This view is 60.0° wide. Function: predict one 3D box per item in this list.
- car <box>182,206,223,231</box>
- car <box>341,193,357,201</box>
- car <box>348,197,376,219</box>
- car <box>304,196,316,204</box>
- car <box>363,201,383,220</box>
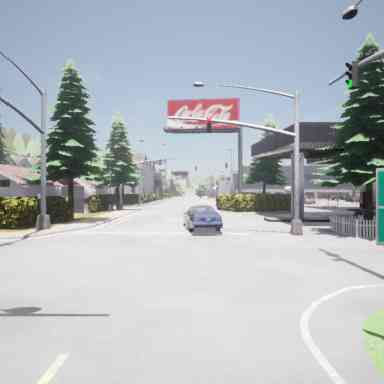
[{"bbox_3d":[0.530,1.554,20.555,2.033,1.411,5.357,0,0,-8],"label":"car"},{"bbox_3d":[34.732,1.489,71.890,2.007,1.523,4.514,0,0,0],"label":"car"},{"bbox_3d":[14.308,1.505,24.982,3.866,1.878,1.905,0,0,0],"label":"car"},{"bbox_3d":[22.347,1.552,64.068,1.970,1.475,3.806,0,0,0],"label":"car"},{"bbox_3d":[18.621,1.672,30.662,4.611,1.667,2.242,0,0,0],"label":"car"}]
